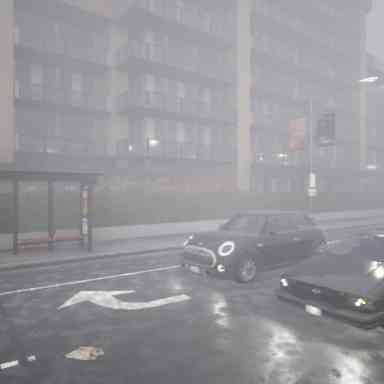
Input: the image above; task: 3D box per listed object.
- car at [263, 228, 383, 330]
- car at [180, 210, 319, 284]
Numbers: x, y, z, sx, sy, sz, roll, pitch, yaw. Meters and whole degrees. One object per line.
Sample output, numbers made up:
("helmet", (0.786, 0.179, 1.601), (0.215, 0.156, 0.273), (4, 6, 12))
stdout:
("car", (4.144, 1.547, 7.003), (5.357, 1.411, 2.033), (0, 0, -36))
("car", (1.885, 1.352, 9.689), (4.553, 1.767, 2.097), (0, 0, -36))
